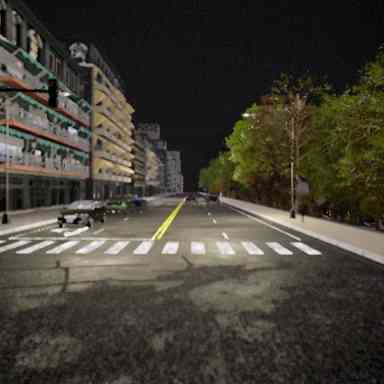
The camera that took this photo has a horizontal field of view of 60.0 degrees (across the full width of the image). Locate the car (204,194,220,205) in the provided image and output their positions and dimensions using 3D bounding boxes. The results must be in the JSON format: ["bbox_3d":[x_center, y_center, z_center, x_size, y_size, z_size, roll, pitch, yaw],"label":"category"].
[{"bbox_3d":[3.208,1.130,50.878,2.128,1.511,4.902,0,0,0],"label":"car"}]

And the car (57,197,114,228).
[{"bbox_3d":[-6.612,1.278,20.489,2.128,1.511,4.902,0,0,0],"label":"car"}]

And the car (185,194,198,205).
[{"bbox_3d":[-0.042,1.109,50.872,2.128,1.511,4.902,0,0,0],"label":"car"}]

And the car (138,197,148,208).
[{"bbox_3d":[-6.580,1.247,40.554,1.895,1.301,4.718,0,0,0],"label":"car"}]

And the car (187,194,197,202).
[{"bbox_3d":[-0.051,1.073,61.296,1.812,1.442,4.674,0,0,0],"label":"car"}]

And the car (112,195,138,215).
[{"bbox_3d":[-6.611,1.069,30.293,2.097,1.767,4.553,0,0,0],"label":"car"}]

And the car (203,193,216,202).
[{"bbox_3d":[3.198,1.060,61.298,2.128,1.511,4.902,0,0,0],"label":"car"}]
